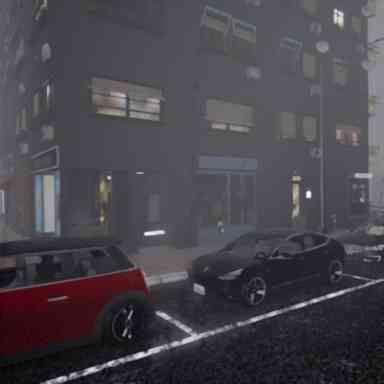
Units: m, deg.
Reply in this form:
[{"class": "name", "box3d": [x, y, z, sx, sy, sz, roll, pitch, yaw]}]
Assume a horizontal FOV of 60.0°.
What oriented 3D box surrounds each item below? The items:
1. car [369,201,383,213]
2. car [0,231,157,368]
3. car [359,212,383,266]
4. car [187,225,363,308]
[{"class": "car", "box3d": [16.146, 1.545, 30.913, 2.033, 1.411, 5.357, -1, 1, -35]}, {"class": "car", "box3d": [-2.651, 1.441, 4.685, 4.097, 1.590, 1.967, 0, -1, -35]}, {"class": "car", "box3d": [6.491, 1.568, 11.162, 4.403, 1.369, 2.008, 0, -1, -35]}, {"class": "car", "box3d": [1.920, 1.575, 7.922, 4.313, 1.339, 1.947, 0, -1, -35]}]
